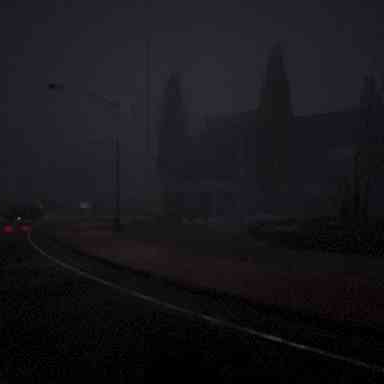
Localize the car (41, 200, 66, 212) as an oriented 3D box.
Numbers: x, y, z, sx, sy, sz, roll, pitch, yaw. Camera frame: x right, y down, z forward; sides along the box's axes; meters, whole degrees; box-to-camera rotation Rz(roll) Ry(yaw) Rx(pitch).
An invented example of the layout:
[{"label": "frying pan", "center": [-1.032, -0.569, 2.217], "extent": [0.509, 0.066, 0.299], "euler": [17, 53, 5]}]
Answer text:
[{"label": "car", "center": [-17.173, 1.655, 39.719], "extent": [2.033, 1.411, 5.357], "euler": [0, 0, 7]}]

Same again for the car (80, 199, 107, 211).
[{"label": "car", "center": [-12.879, 1.656, 43.420], "extent": [1.812, 1.442, 4.674], "euler": [0, 0, 13]}]

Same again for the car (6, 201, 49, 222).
[{"label": "car", "center": [-13.246, 1.671, 26.763], "extent": [1.895, 1.301, 4.718], "euler": [0, 0, -12]}]
